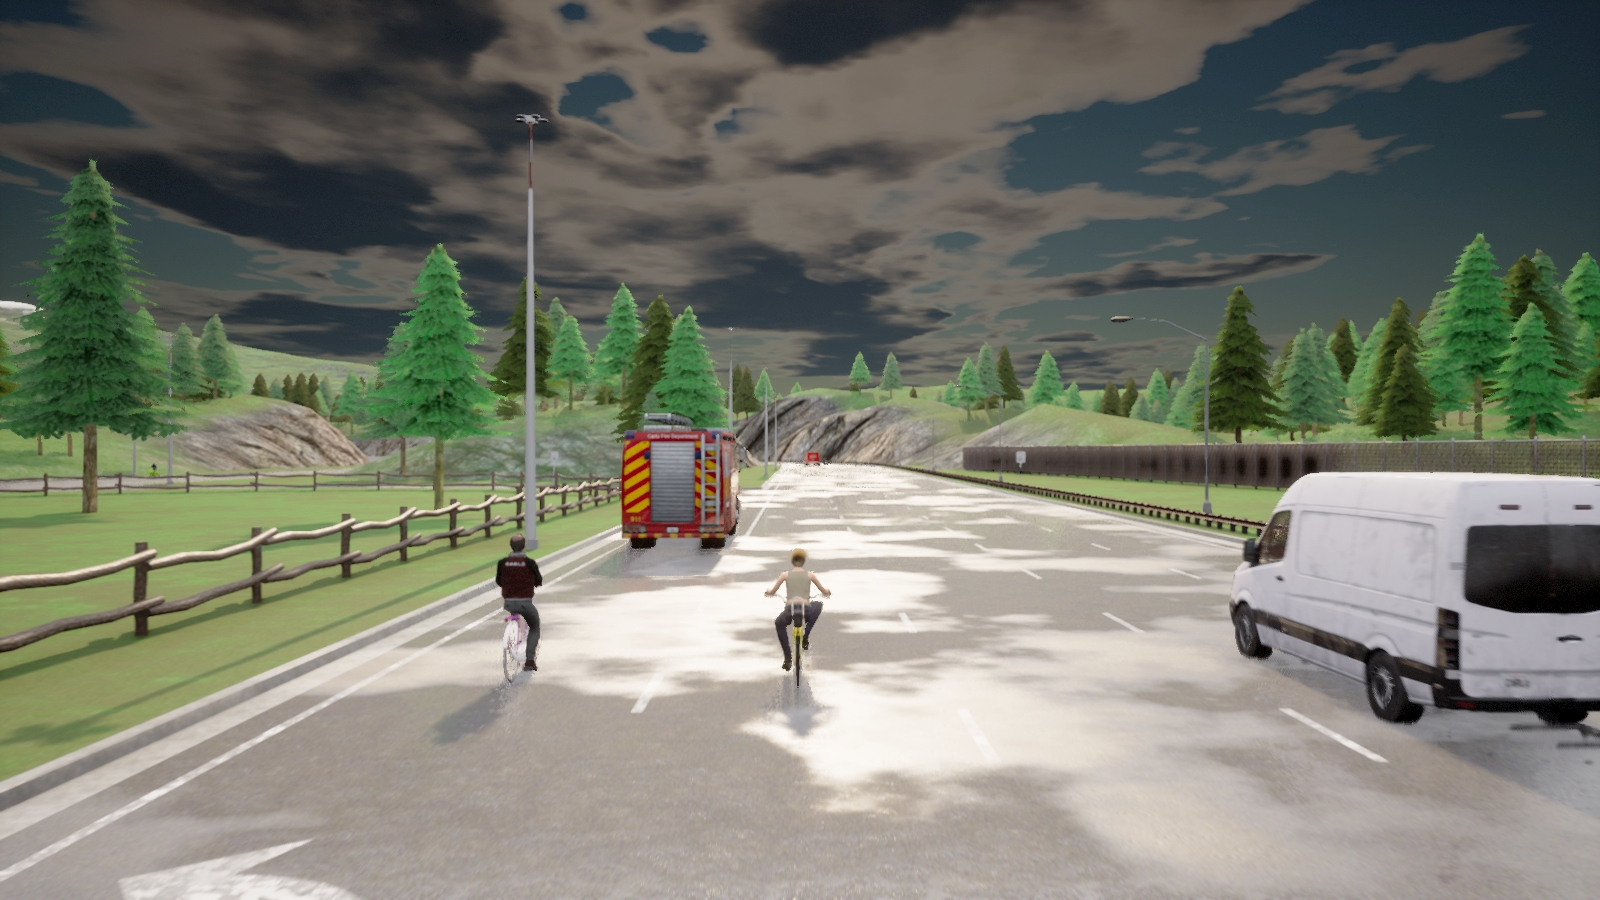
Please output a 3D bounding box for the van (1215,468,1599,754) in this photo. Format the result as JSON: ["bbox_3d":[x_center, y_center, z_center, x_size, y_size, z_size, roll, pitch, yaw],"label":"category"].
[{"bbox_3d":[6.994,1.539,13.565,1.988,2.561,5.915,0,0,0],"label":"van"}]

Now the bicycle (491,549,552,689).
[{"bbox_3d":[-3.473,2.064,14.348,0.329,1.471,1.835,0,1,0],"label":"bicycle"}]

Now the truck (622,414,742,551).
[{"bbox_3d":[-3.509,0.901,36.023,2.891,3.827,8.468,0,0,0],"label":"truck"}]

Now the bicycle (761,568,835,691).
[{"bbox_3d":[-0.021,2.162,14.026,0.859,1.276,1.487,0,0,0],"label":"bicycle"}]
